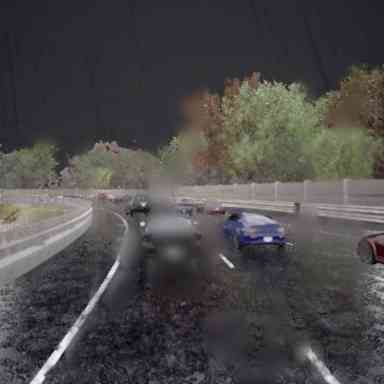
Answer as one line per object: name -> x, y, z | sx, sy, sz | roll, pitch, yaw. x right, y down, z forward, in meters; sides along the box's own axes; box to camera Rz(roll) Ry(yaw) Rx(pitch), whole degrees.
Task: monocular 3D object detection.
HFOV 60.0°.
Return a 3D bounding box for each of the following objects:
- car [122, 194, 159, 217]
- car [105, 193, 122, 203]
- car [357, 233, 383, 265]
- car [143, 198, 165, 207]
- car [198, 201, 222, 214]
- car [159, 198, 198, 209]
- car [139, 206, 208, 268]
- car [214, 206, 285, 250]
car -> -4.965, 1.219, 31.246 | 2.150, 2.045, 5.566 | 0, 0, -17
car -> -15.941, 1.353, 69.198 | 2.097, 1.767, 4.553 | 0, 0, -30
car -> 6.469, 1.556, 9.141 | 1.994, 1.385, 4.181 | 0, 0, -5
car -> -5.926, 1.593, 51.508 | 1.895, 1.301, 4.718 | 0, 0, -28
car -> 1.708, 1.557, 33.036 | 1.994, 1.385, 4.181 | 0, 0, -18
car -> -1.374, 1.485, 31.322 | 2.128, 1.511, 4.902 | 0, 0, -17
car -> -0.757, 1.476, 11.387 | 1.882, 1.535, 5.008 | 0, 0, -6
car -> 2.407, 1.521, 14.166 | 1.812, 1.442, 4.674 | 0, 0, -8
